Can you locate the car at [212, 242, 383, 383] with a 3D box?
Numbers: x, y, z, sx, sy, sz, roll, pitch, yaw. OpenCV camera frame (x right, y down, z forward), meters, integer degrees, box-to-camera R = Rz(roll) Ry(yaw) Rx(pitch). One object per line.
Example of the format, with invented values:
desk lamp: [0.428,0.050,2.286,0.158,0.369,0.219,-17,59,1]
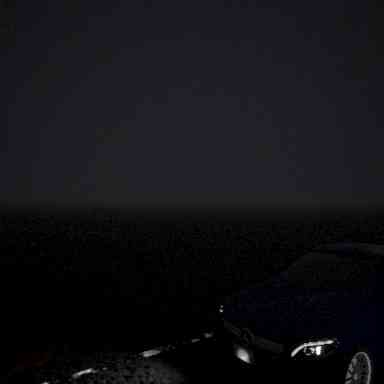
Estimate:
car: [2.447,1.572,5.104,4.674,1.442,1.812,1,0,-37]
